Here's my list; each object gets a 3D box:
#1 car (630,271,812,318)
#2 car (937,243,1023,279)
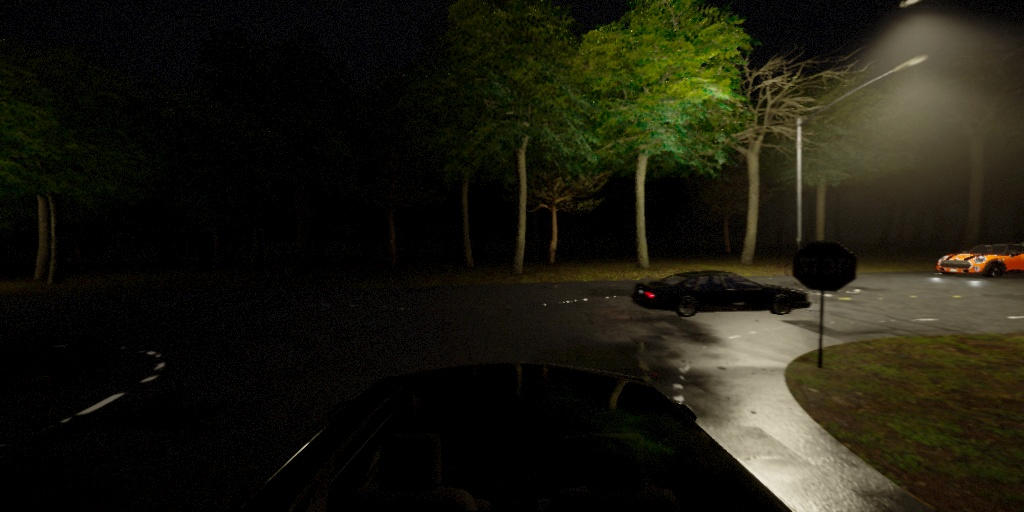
[{"bbox_3d":[6.896,1.218,12.209,5.357,1.411,2.033,-1,2,0],"label":"car"},{"bbox_3d":[25.709,0.125,19.030,4.553,1.767,2.097,-1,2,0],"label":"car"}]
